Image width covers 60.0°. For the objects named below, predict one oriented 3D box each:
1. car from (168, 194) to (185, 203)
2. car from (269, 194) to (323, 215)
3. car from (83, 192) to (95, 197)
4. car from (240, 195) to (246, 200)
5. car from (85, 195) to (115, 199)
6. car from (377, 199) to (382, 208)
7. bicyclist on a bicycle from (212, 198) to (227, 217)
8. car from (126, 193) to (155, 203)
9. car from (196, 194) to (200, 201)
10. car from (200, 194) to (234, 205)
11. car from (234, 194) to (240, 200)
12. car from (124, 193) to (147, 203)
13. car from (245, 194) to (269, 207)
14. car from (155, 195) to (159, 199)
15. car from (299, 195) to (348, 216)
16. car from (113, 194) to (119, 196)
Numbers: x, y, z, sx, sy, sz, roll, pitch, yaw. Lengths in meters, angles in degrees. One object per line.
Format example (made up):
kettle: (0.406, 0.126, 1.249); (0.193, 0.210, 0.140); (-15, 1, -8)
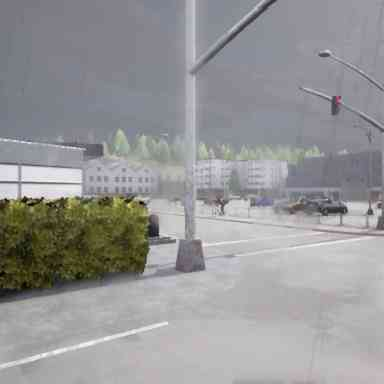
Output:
car: (-2.453, 1.097, 65.414); (4.605, 1.855, 1.932); (0, 0, -35)
car: (10.258, 1.330, 32.465); (5.027, 1.636, 2.152); (0, 0, -35)
car: (-23.993, 1.034, 77.724); (5.566, 2.045, 2.150); (0, 0, -35)
car: (13.600, 1.154, 72.786); (5.027, 1.636, 2.152); (0, 0, -35)
car: (-11.427, 1.505, 41.311); (1.837, 1.490, 4.892); (0, 0, -35)
car: (25.650, 1.384, 43.025); (3.806, 1.475, 1.970); (0, 0, -35)
bicyclist on a bicycle: (2.337, 1.301, 27.998); (1.656, 1.620, 0.582); (0, 0, -35)
car: (-9.386, 1.361, 60.531); (3.806, 1.475, 1.970); (0, 0, -35)
car: (1.786, 1.298, 76.835); (4.514, 1.523, 2.007); (0, 0, -35)
car: (4.091, 1.298, 54.791); (4.514, 1.523, 2.007); (0, 0, -35)
car: (9.663, 1.232, 77.864); (3.806, 1.475, 1.970); (0, 0, -35)
car: (-10.787, 1.077, 63.608); (3.866, 1.878, 1.905); (0, 0, -35)
car: (9.773, 1.320, 46.571); (3.633, 1.501, 1.845); (0, 0, -35)
car: (-11.356, 1.286, 90.748); (5.008, 1.535, 1.882); (0, 0, -35)
car: (12.095, 1.340, 29.923); (4.514, 1.523, 2.007); (0, 0, -35)
car: (-19.772, 1.334, 84.911); (4.902, 1.511, 2.128); (0, 0, -35)
